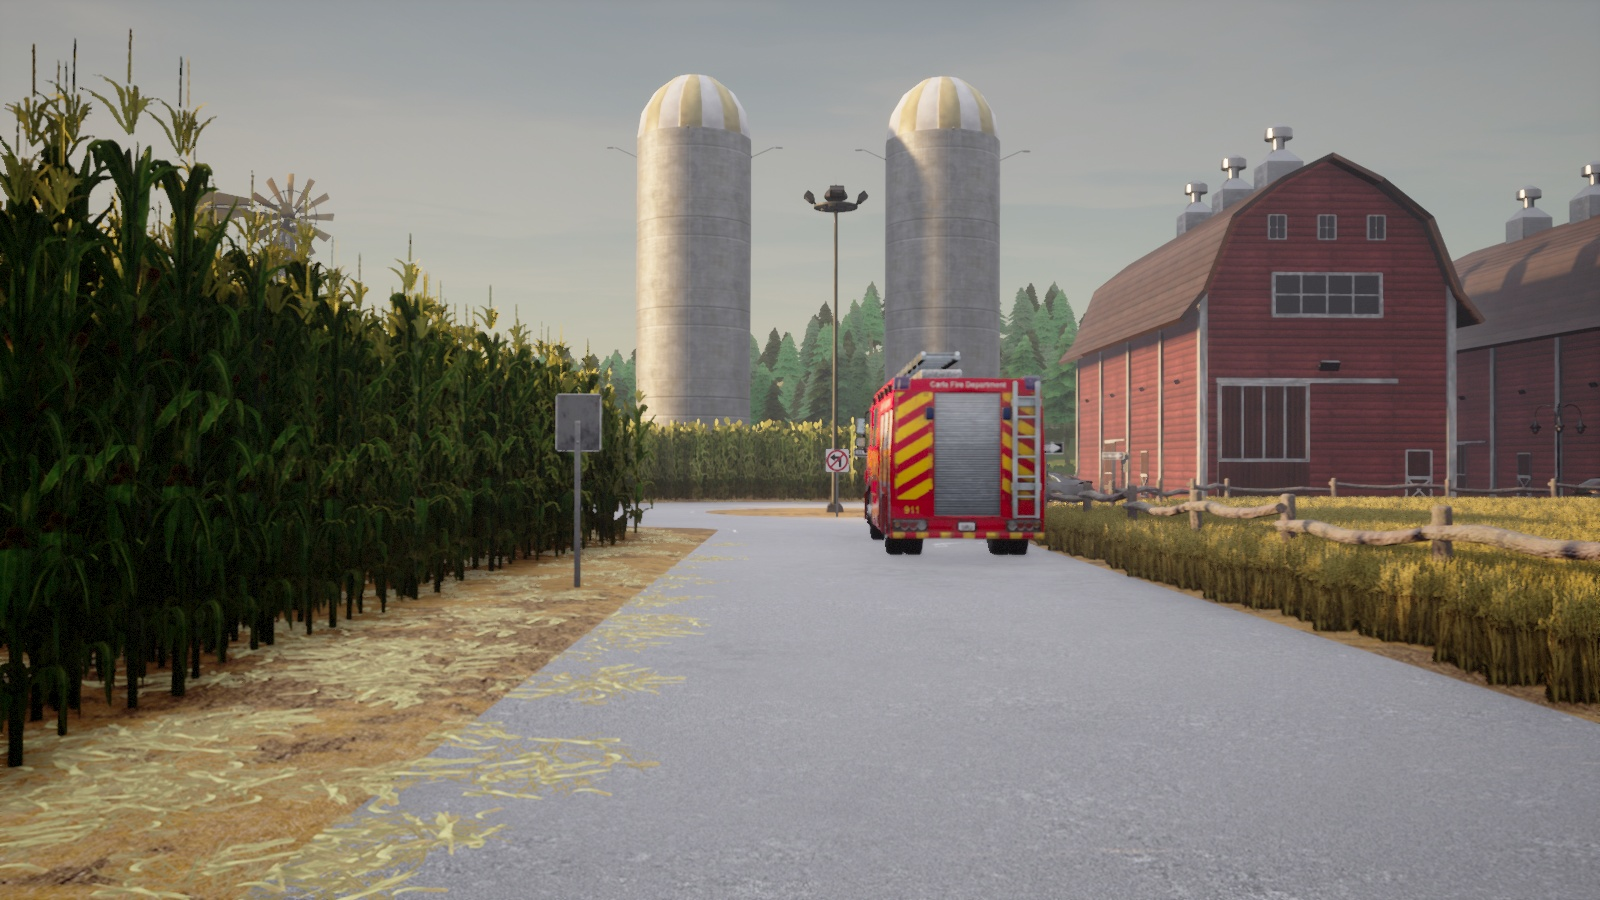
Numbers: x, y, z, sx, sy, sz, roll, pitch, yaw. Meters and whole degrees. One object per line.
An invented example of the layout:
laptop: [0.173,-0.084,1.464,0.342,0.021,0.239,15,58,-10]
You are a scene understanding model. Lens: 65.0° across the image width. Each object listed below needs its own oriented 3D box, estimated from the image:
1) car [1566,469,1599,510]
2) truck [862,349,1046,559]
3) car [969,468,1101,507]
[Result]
car: [31.025,1.430,46.566,4.193,1.474,1.816,0,-1,-4]
truck: [3.027,0.124,27.212,2.891,3.827,8.468,0,-1,0]
car: [9.683,1.522,51.852,4.902,1.511,2.128,-1,-1,36]
